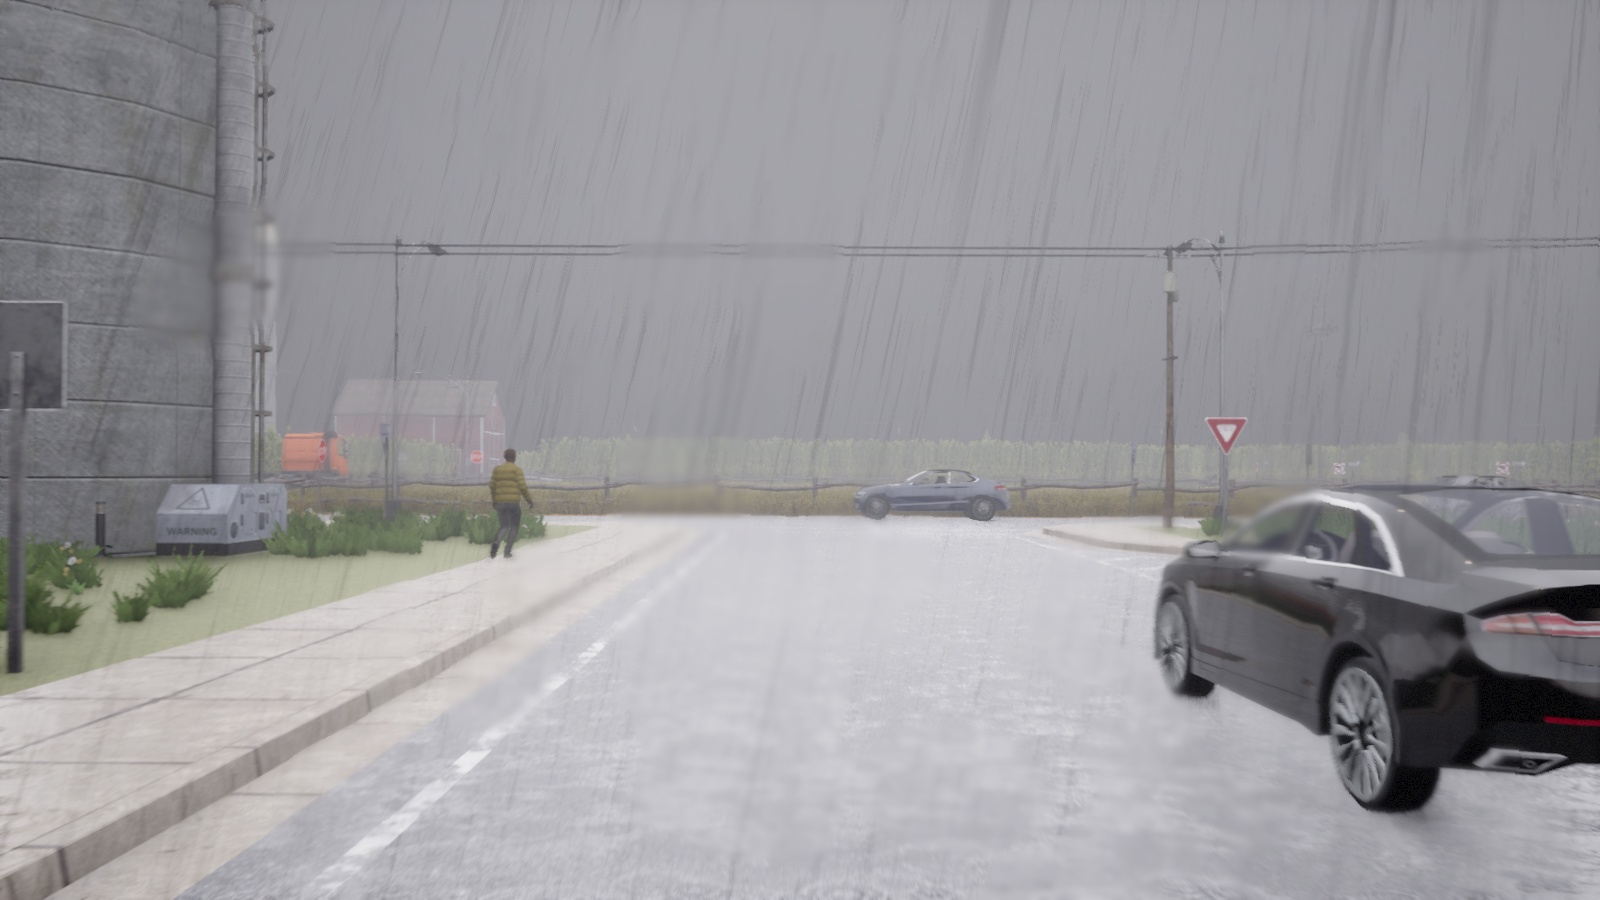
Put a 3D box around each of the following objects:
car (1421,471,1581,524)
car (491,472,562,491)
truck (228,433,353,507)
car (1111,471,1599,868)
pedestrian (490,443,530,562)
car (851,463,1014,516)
[{"bbox_3d":[20.437,1.362,36.733,3.633,1.501,1.845,0,-1,0],"label":"car"},{"bbox_3d":[-19.551,2.259,89.854,4.718,1.301,1.895,0,-1,-1],"label":"car"},{"bbox_3d":[-25.373,0.979,63.014,2.891,3.462,7.936,0,-1,1],"label":"truck"},{"bbox_3d":[3.482,0.878,7.258,2.128,1.511,4.902,0,-1,0],"label":"car"},{"bbox_3d":[-4.552,0.818,19.716,0.370,1.835,0.726,0,-1,8],"label":"pedestrian"},{"bbox_3d":[4.194,1.254,40.424,5.027,1.651,2.152,0,-1,1],"label":"car"}]
